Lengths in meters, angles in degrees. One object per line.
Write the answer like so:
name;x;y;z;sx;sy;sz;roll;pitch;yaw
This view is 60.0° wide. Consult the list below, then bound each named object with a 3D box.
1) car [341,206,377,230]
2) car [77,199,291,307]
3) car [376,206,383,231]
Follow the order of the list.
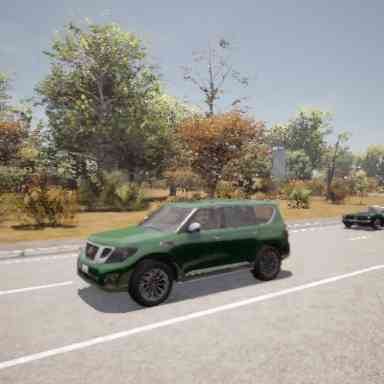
car;11.186;1.518;20.339;4.718;1.301;1.895;-1;0;-35
car;0.099;1.216;8.346;5.566;2.045;2.150;0;0;-35
car;11.287;1.452;16.236;4.892;1.490;1.837;0;0;-35
